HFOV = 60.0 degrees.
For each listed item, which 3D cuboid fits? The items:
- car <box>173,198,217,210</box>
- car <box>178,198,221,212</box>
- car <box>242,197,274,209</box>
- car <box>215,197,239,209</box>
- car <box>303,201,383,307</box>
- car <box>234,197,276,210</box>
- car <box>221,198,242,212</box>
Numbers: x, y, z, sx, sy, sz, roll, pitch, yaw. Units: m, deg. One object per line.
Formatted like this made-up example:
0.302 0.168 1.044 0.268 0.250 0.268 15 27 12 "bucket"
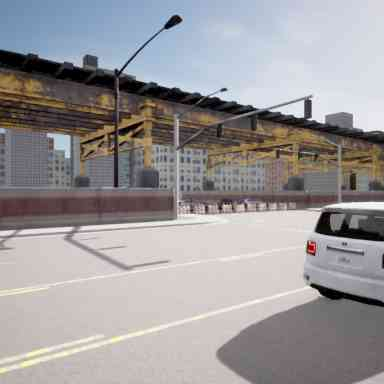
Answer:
0.363 1.295 36.580 4.536 1.218 1.853 0 0 8 "car"
0.414 1.453 36.573 4.974 1.542 2.038 0 0 8 "car"
8.033 1.295 42.993 4.536 1.218 1.853 0 0 -7 "car"
4.181 1.295 39.299 1.853 1.218 4.536 0 0 18 "car"
4.766 1.221 7.157 5.566 2.045 2.150 0 0 -35 "car"
8.085 1.453 43.000 4.974 1.542 2.038 0 0 -7 "car"
4.166 1.453 39.249 2.038 1.542 4.974 0 0 18 "car"
